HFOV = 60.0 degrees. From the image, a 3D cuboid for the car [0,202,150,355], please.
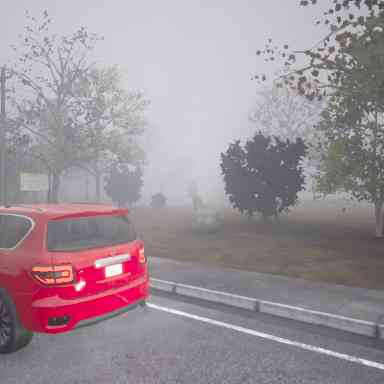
[{"bbox_3d":[-3.313,1.221,6.343,5.566,2.045,2.150,0,0,35],"label":"car"}]
